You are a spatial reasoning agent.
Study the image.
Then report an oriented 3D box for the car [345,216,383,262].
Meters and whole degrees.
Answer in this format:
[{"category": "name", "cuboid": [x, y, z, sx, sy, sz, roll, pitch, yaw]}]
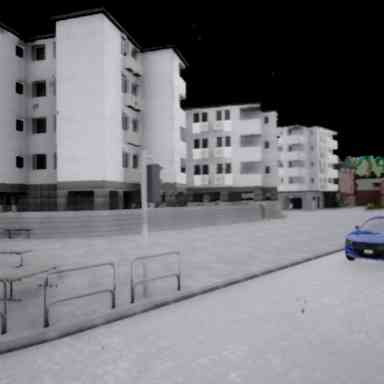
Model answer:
[{"category": "car", "cuboid": [7.324, 1.615, 12.245, 5.008, 1.535, 1.882, 0, -2, -45]}]
